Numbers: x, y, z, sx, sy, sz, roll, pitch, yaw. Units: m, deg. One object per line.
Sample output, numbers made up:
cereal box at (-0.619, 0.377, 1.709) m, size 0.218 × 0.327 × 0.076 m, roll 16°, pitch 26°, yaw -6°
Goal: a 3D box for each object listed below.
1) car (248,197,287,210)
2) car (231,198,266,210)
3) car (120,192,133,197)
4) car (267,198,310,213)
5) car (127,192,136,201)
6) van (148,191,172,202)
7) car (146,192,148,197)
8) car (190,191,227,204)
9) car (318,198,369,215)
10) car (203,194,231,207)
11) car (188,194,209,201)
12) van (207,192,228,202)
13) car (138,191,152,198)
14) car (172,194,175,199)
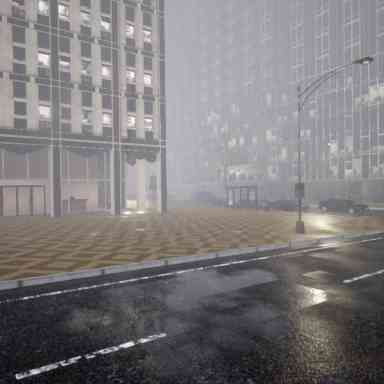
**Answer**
car at (9.280, 1.364, 41.130) m, size 1.895 × 1.301 × 4.718 m, roll -1°, pitch 1°, yaw -34°
car at (7.082, 1.388, 39.572) m, size 1.802 × 1.307 × 4.206 m, roll 0°, pitch 1°, yaw -34°
car at (-18.050, 0.689, 91.247) m, size 2.008 × 1.369 × 4.403 m, roll 0°, pitch 1°, yaw -34°
car at (10.282, 1.424, 34.872) m, size 1.947 × 1.339 × 4.313 m, roll 0°, pitch 1°, yaw -34°
car at (-12.108, 1.040, 67.759) m, size 2.008 × 1.369 × 4.403 m, roll 0°, pitch 1°, yaw -34°
van at (-5.680, 0.938, 58.381) m, size 1.690 × 1.788 × 3.998 m, roll 0°, pitch 1°, yaw -34°
car at (-8.409, 0.616, 77.181) m, size 2.192 × 1.841 × 5.009 m, roll 0°, pitch 1°, yaw -34°
car at (2.531, 0.874, 50.989) m, size 2.150 × 2.045 × 5.566 m, roll -1°, pitch 1°, yaw -34°
car at (14.889, 1.358, 32.925) m, size 1.837 × 1.490 × 4.892 m, roll -1°, pitch 1°, yaw -34°
car at (3.916, 1.320, 44.292) m, size 1.947 × 1.339 × 4.313 m, roll 0°, pitch 1°, yaw -34°
car at (1.232, 1.044, 63.121) m, size 1.802 × 1.307 × 4.206 m, roll 0°, pitch 1°, yaw -34°
van at (4.445, 0.856, 58.430) m, size 1.690 × 1.788 × 3.998 m, roll 0°, pitch 1°, yaw -34°
car at (-11.623, 0.687, 81.870) m, size 1.967 × 1.590 × 4.097 m, roll 0°, pitch 1°, yaw -34°
car at (-5.195, 0.936, 72.497) m, size 1.802 × 1.307 × 4.206 m, roll 0°, pitch 1°, yaw -34°
